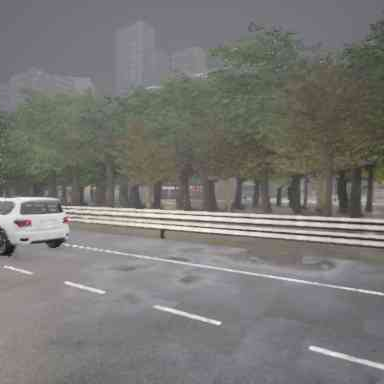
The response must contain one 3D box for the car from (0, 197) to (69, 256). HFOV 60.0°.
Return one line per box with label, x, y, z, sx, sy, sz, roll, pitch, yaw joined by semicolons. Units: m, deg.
car;-7.267;1.221;13.362;5.566;2.045;2.150;0;0;36
